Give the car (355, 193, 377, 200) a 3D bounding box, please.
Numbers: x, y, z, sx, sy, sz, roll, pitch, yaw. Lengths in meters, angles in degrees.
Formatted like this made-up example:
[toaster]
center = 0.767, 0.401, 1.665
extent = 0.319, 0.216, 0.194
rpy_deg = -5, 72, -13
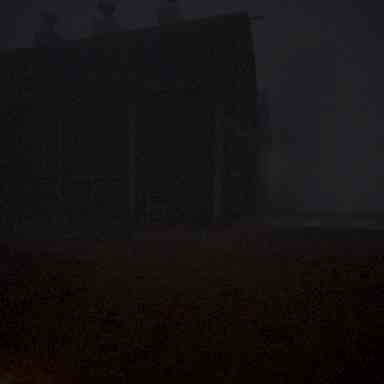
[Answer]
[car]
center = 41.553, 1.096, 78.755
extent = 3.988, 1.617, 1.851
rpy_deg = 1, 1, 19
